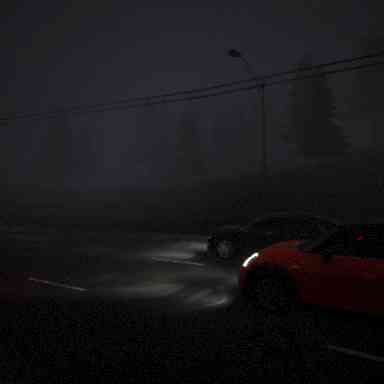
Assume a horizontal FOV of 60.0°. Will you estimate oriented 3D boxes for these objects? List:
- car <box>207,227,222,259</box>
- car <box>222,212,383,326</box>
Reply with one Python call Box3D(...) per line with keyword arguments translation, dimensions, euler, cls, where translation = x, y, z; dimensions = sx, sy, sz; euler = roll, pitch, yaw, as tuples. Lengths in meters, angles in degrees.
Box3D(translation=(2.778, 1.404, 10.413), dimensions=(4.892, 1.490, 1.837), euler=(0, 0, 33), cls="car")
Box3D(translation=(3.102, 1.272, 5.910), dimensions=(4.553, 1.767, 2.097), euler=(-1, 0, 36), cls="car")
